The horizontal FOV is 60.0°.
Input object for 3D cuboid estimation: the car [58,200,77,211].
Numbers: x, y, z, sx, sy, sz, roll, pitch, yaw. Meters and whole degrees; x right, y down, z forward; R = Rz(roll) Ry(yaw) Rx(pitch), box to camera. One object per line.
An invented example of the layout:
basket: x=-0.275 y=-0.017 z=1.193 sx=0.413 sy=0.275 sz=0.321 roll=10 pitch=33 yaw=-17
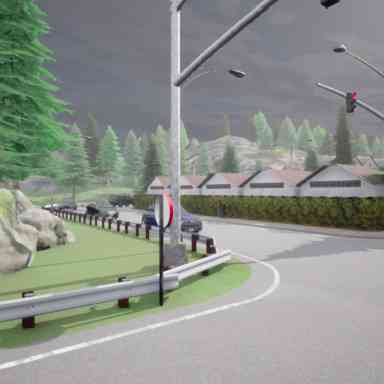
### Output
car: x=-16.136 y=1.747 z=43.223 sx=1.994 sy=1.385 sz=4.181 roll=0 pitch=0 yaw=-15

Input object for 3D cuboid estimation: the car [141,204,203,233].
car: x=-1.317 y=1.543 z=20.497 sx=2.097 sy=1.767 sz=4.553 roll=0 pitch=0 yaw=-35

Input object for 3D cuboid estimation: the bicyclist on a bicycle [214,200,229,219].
bicyclist on a bicycle: x=2.507 y=1.493 z=28.077 sx=1.656 sy=1.620 sz=0.582 roll=0 pitch=0 yaw=-35

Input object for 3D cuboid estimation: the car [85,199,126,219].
car: x=-8.258 y=1.683 z=30.433 sx=2.128 sy=1.511 sz=4.902 roll=0 pitch=0 yaw=-35

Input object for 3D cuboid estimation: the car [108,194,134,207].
car: x=-10.971 y=1.397 z=53.185 sx=2.150 sy=2.045 sz=5.566 roll=0 pitch=0 yaw=33
